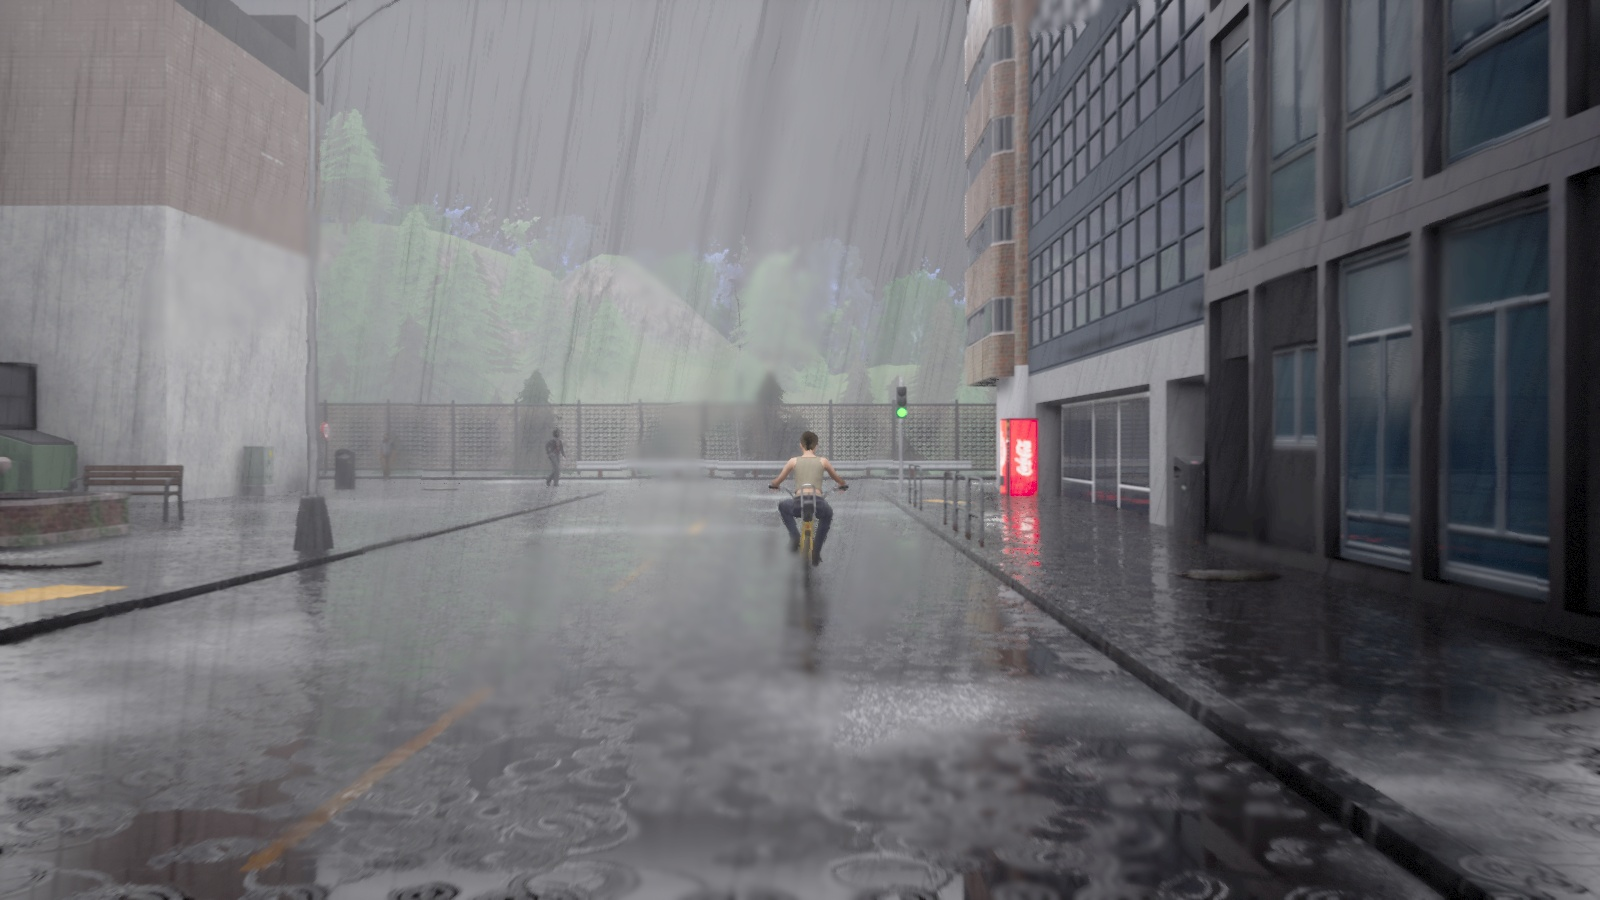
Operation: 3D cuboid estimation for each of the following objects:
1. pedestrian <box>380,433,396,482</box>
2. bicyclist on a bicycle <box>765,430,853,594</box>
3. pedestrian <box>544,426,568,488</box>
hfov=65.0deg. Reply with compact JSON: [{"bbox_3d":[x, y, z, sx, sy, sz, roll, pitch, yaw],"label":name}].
[{"bbox_3d":[-15.680,0.267,47.797,0.540,1.848,0.694,0,0,-18],"label":"pedestrian"},{"bbox_3d":[0.090,0.609,13.143,0.866,1.612,1.509,0,0,0],"label":"bicyclist on a bicycle"},{"bbox_3d":[-7.668,0.223,39.466,0.666,1.930,0.402,0,0,32],"label":"pedestrian"}]
